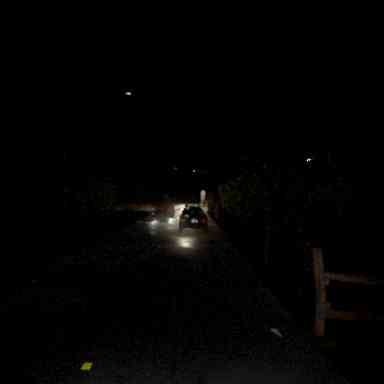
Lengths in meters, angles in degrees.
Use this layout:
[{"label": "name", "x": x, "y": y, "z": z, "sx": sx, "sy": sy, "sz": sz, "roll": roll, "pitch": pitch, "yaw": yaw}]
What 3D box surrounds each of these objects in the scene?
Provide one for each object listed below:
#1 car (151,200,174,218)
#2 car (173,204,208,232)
[{"label": "car", "x": -2.846, "y": 1.624, "z": 33.524, "sx": 2.097, "sy": 1.767, "sz": 4.553, "roll": 0, "pitch": 0, "yaw": 0}, {"label": "car", "x": 0.080, "y": 1.724, "z": 21.476, "sx": 2.033, "sy": 1.411, "sz": 5.357, "roll": 0, "pitch": 0, "yaw": 0}]
